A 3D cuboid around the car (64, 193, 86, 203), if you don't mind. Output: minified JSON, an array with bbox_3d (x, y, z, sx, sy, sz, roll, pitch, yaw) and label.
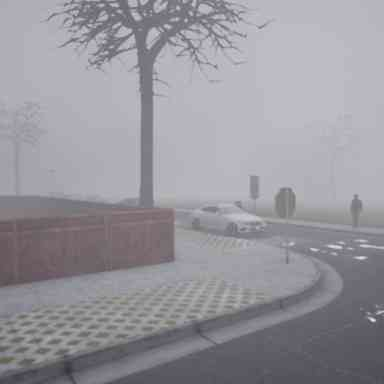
[{"bbox_3d":[-16.887,0.815,48.062,1.994,1.385,4.181,0,1,-34],"label":"car"}]

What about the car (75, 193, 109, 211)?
[{"bbox_3d":[-9.824,1.044,33.267,1.812,1.442,4.674,0,1,-36],"label":"car"}]

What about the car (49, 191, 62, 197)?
[{"bbox_3d":[-22.763,0.594,56.219,1.837,1.490,4.892,0,1,-36],"label":"car"}]

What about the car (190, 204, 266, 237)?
[{"bbox_3d":[1.692,1.348,17.286,1.812,1.442,4.674,0,1,-36],"label":"car"}]

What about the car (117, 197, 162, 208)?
[{"bbox_3d":[-4.070,1.149,25.277,1.882,1.535,5.008,0,1,-36],"label":"car"}]

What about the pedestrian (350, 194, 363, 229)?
[{"bbox_3d":[8.664,0.995,17.641,0.375,1.860,0.375,1,0,-36],"label":"pedestrian"}]

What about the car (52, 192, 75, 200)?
[{"bbox_3d":[-15.815,0.958,41.629,1.895,1.301,4.718,0,1,-35],"label":"car"}]
